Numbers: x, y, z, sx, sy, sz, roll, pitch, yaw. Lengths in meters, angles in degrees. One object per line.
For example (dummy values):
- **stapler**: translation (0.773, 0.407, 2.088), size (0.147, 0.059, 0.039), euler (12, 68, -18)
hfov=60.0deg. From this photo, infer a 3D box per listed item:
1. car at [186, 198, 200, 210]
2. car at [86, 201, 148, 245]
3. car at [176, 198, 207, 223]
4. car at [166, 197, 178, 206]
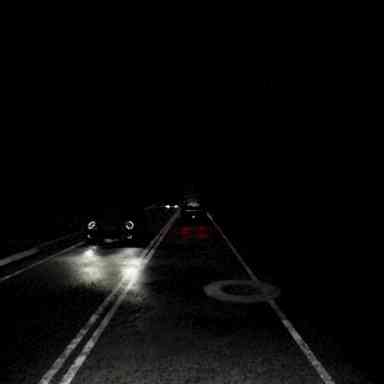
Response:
- **car**: translation (0.127, 1.532, 42.991), size (1.812, 1.442, 4.674), euler (0, 0, 0)
- **car**: translation (-3.341, 1.360, 15.548), size (2.097, 1.767, 4.553), euler (0, 0, 0)
- **car**: translation (0.115, 1.501, 25.288), size (2.128, 1.511, 4.902), euler (0, 0, 0)
- **car**: translation (-3.270, 1.549, 55.920), size (2.033, 1.411, 5.357), euler (0, 0, 1)
